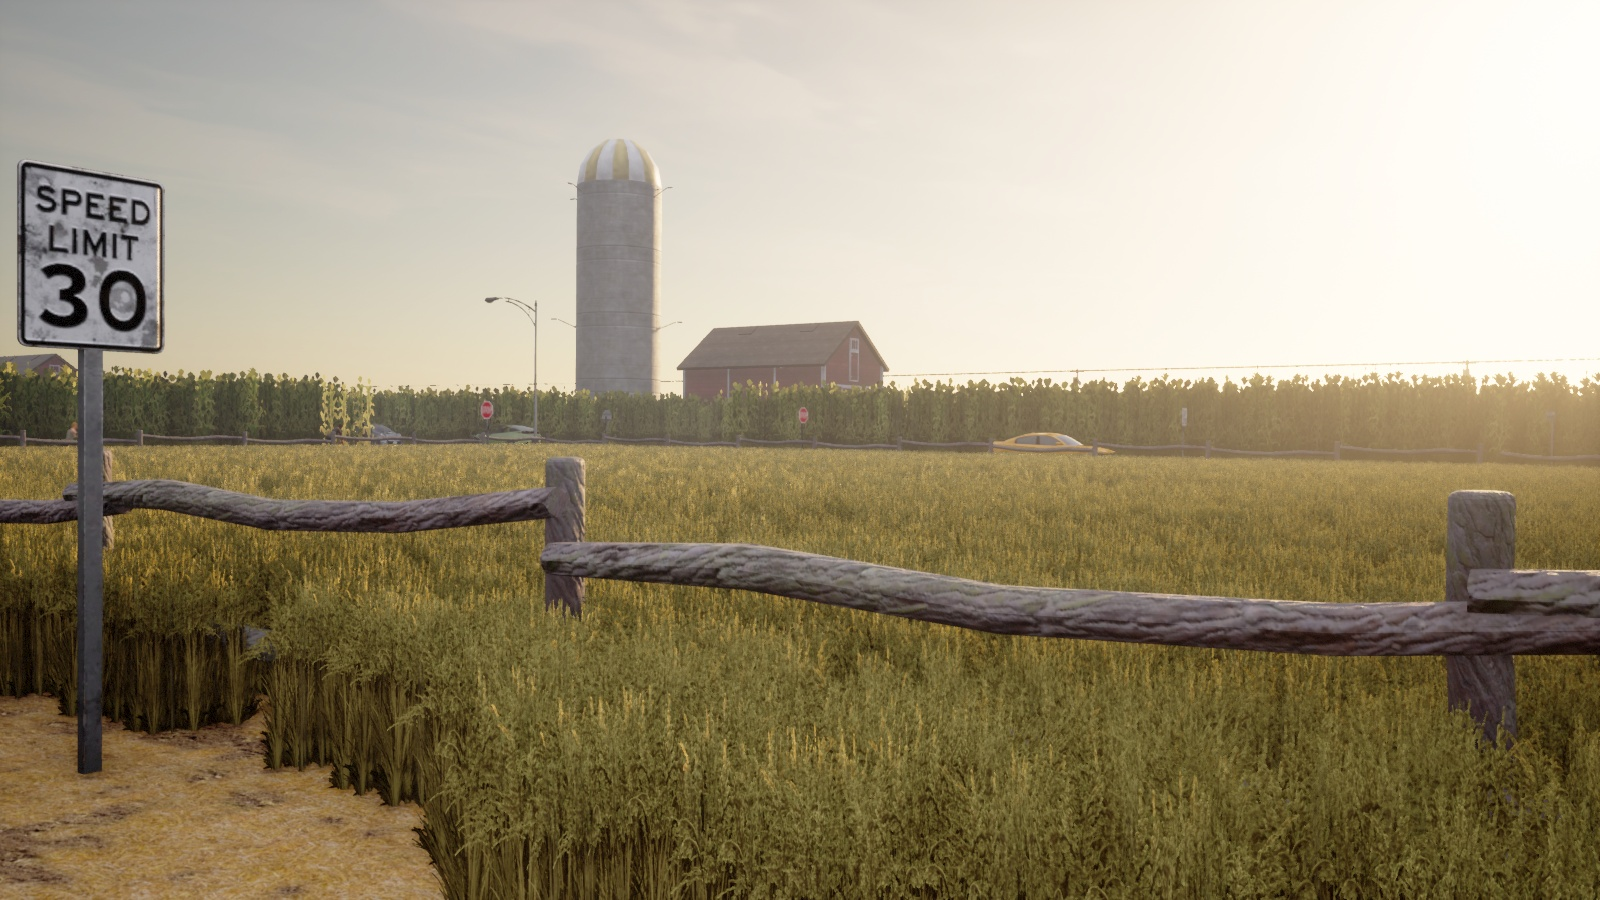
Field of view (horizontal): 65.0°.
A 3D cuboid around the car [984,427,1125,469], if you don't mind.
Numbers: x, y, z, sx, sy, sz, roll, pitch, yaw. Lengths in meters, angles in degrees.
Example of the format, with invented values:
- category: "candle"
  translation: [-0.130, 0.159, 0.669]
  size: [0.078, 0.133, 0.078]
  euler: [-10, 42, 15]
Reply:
- category: "car"
  translation: [9.820, -0.096, 48.693]
  size: [5.008, 1.535, 1.882]
  euler: [0, 1, 36]

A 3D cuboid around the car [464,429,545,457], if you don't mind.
- category: "car"
  translation: [-16.854, -0.410, 71.568]
  size: [4.514, 1.525, 2.007]
  euler: [1, 2, 36]

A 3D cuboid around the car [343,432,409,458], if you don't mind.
- category: "car"
  translation: [-24.831, -0.291, 73.466]
  size: [3.633, 1.501, 1.845]
  euler: [0, 1, 36]
